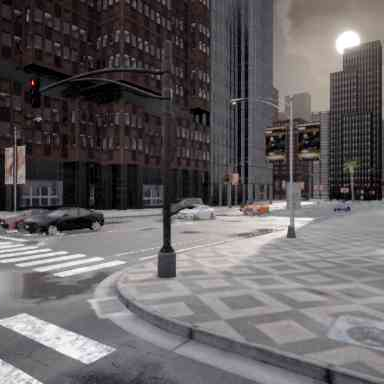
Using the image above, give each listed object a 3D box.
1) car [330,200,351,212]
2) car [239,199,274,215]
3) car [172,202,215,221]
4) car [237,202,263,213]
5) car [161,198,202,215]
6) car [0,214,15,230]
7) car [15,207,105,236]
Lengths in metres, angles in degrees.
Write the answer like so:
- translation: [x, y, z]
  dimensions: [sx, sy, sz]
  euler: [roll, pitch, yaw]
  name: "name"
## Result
- translation: [24.268, 2.428, 53.660]
  dimensions: [2.033, 1.411, 5.357]
  euler: [0, -1, 34]
  name: "car"
- translation: [8.251, 1.950, 42.584]
  dimensions: [2.097, 1.767, 4.553]
  euler: [0, -1, 36]
  name: "car"
- translation: [0.514, 1.928, 31.687]
  dimensions: [1.812, 1.442, 4.674]
  euler: [0, -1, 35]
  name: "car"
- translation: [8.504, 2.232, 48.514]
  dimensions: [1.994, 1.385, 4.181]
  euler: [0, -1, 36]
  name: "car"
- translation: [-0.844, 1.655, 35.391]
  dimensions: [2.150, 2.045, 5.566]
  euler: [0, -1, 35]
  name: "car"
- translation: [-10.414, 1.755, 21.953]
  dimensions: [1.994, 1.385, 4.181]
  euler: [0, -1, 37]
  name: "car"
- translation: [-7.565, 1.676, 20.090]
  dimensions: [1.882, 1.535, 5.008]
  euler: [0, -1, 32]
  name: "car"
